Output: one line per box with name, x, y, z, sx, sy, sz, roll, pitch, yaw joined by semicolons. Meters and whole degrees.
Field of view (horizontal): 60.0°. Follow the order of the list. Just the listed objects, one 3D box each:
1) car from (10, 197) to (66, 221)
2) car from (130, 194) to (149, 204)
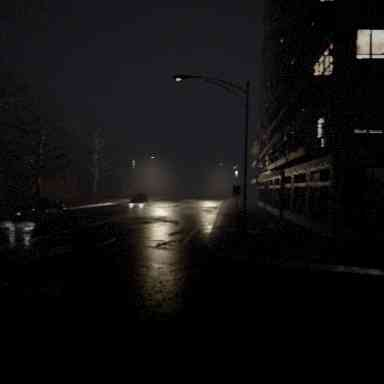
car;-10.821;1.123;23.732;2.128;1.511;4.902;2;1;6
car;-7.791;0.961;49.794;1.812;1.442;4.674;2;0;8
